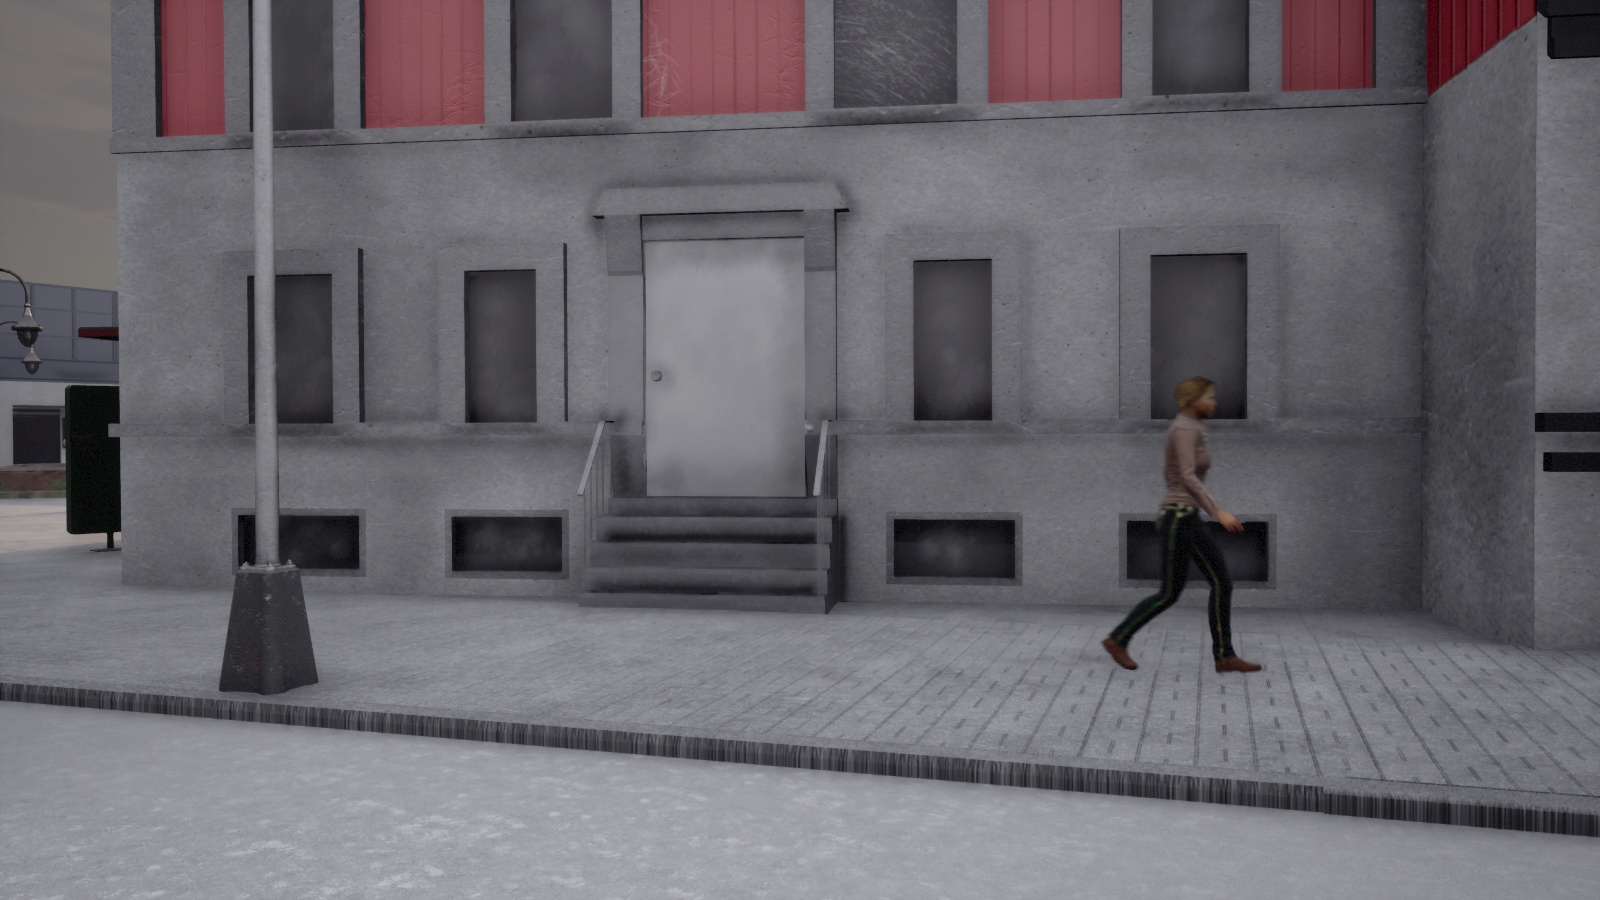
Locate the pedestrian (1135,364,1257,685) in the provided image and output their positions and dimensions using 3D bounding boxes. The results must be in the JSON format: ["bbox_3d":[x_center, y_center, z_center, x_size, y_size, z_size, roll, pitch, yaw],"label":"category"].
[{"bbox_3d":[2.365,0.425,7.506,0.634,1.846,0.331,1,1,27],"label":"pedestrian"}]
